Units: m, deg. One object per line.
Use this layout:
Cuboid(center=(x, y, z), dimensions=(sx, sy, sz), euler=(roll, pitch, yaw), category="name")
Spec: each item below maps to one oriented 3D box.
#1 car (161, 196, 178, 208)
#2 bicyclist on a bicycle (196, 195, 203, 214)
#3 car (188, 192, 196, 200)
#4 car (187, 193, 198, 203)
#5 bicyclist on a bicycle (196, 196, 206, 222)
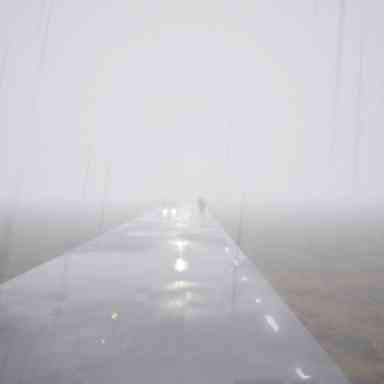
Cuboid(center=(-2.851, 1.263, 43.335), dimensions=(2.128, 1.511, 4.902), euler=(0, 1, 0), category="car")
Cuboid(center=(0.742, 1.238, 33.691), dimensions=(0.659, 1.776, 1.843), euler=(0, 1, 0), category="bicyclist on a bicycle")
Cuboid(center=(-0.033, 0.858, 73.914), dimensions=(1.812, 1.442, 4.674), euler=(0, 1, 0), category="car")
Cuboid(center=(0.072, 1.136, 55.895), dimensions=(1.812, 1.442, 4.674), euler=(0, 1, 0), category="car")
Cuboid(center=(0.746, 1.306, 24.482), dimensions=(0.659, 1.776, 1.843), euler=(0, 1, 0), category="bicyclist on a bicycle")
